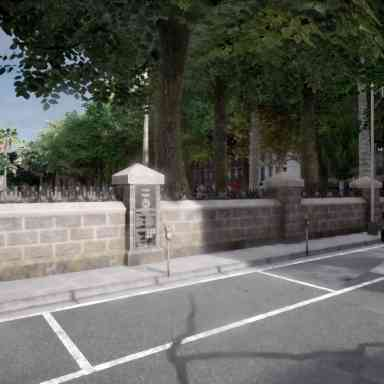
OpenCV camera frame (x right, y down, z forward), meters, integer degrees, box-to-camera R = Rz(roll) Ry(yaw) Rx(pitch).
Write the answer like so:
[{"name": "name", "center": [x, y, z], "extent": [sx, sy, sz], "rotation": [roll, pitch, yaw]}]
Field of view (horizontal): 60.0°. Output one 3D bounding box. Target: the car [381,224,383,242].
[{"name": "car", "center": [9.670, 1.310, 13.439], "extent": [5.009, 1.841, 2.192], "rotation": [0, 0, -36]}]
